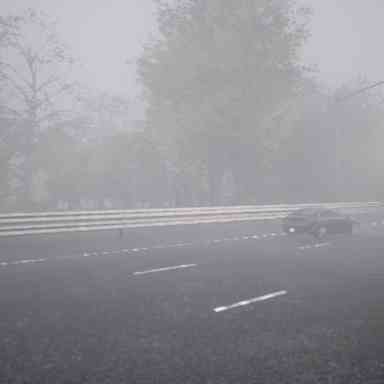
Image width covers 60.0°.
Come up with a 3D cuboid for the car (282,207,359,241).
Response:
[{"bbox_3d":[6.707,1.543,17.136,4.892,1.490,1.837,0,0,-36],"label":"car"}]
